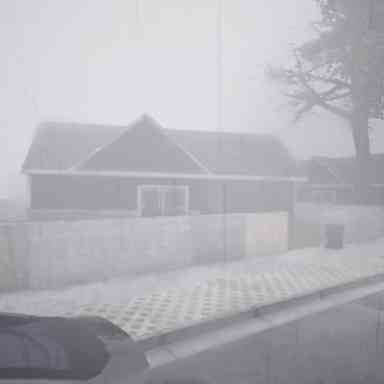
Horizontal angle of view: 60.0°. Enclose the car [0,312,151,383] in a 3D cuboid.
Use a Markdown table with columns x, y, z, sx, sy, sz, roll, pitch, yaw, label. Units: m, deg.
| x | y | z | sx | sy | sz | roll | pitch | yaw | label |
| --- | --- | --- | --- | --- | --- | --- | --- | --- | --- |
| -2.442 | 1.484 | 1.329 | 4.902 | 1.511 | 2.128 | 0 | 0 | -35 | car |
